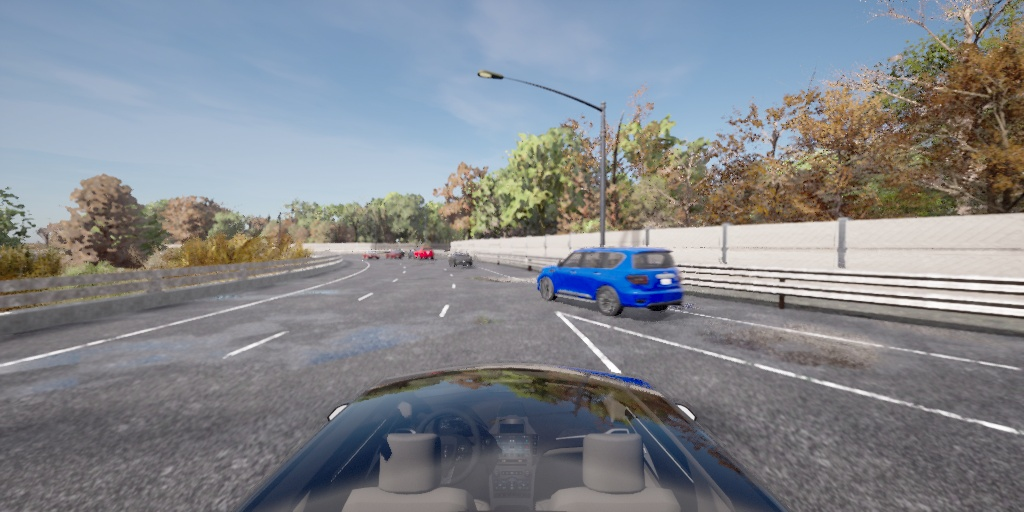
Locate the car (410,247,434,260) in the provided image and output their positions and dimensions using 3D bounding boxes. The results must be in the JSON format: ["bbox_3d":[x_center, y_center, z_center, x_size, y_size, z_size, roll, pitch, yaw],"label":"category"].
[{"bbox_3d":[-13.831,-0.419,56.188,2.150,2.045,5.566,-1,1,-28],"label":"car"}]

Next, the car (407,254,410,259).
[{"bbox_3d":[-16.184,-0.122,60.475,1.994,1.385,4.181,-1,1,-33],"label":"car"}]

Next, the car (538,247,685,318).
[{"bbox_3d":[2.993,0.729,12.120,2.150,2.045,5.566,-1,2,-26],"label":"car"}]

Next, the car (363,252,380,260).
[{"bbox_3d":[-22.509,-0.027,57.248,1.895,1.301,4.718,-1,2,-33],"label":"car"}]

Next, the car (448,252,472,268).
[{"bbox_3d":[-5.339,0.365,36.460,2.128,1.511,4.902,-1,-1,-19],"label":"car"}]

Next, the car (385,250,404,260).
[{"bbox_3d":[-19.506,-0.153,59.046,1.812,1.442,4.674,-1,2,-33],"label":"car"}]
